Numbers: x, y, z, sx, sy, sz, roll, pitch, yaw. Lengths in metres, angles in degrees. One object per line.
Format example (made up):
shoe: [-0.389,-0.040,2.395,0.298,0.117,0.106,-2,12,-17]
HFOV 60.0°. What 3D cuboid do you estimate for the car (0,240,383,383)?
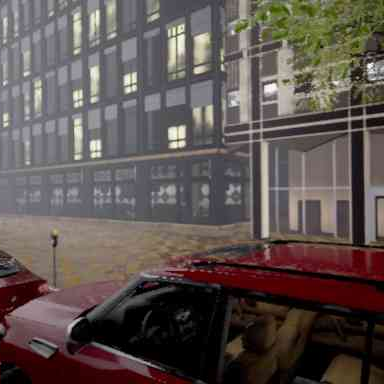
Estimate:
car: [0.478,1.315,2.440,5.009,1.841,2.192,0,-1,36]
